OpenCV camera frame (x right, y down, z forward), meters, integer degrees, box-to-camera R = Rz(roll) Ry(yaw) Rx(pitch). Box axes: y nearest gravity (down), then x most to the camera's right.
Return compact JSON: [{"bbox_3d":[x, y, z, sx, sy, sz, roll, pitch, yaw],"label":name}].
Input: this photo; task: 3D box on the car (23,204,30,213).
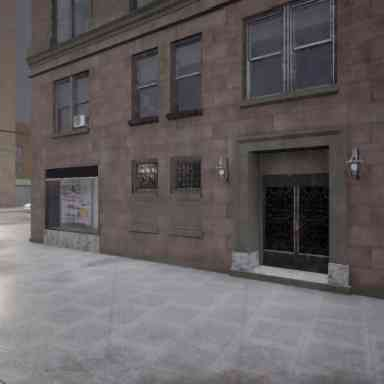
[{"bbox_3d":[-15.702,1.438,35.851,1.812,1.442,4.674,0,0,35],"label":"car"}]
